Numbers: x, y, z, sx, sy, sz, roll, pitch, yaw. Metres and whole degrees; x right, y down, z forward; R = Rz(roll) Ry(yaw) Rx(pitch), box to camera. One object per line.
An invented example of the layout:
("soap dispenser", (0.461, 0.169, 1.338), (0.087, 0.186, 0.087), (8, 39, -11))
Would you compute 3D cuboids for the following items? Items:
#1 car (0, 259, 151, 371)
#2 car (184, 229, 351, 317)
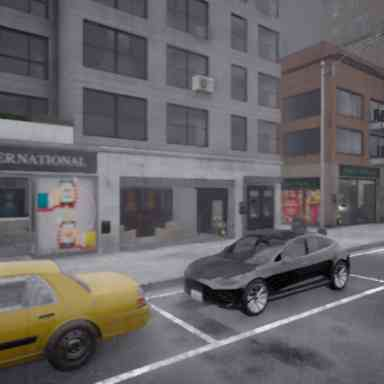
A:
("car", (-2.900, 1.525, 4.119), (4.829, 1.417, 1.752), (0, 0, -36))
("car", (1.863, 1.573, 7.519), (4.313, 1.339, 1.947), (0, 0, -36))
